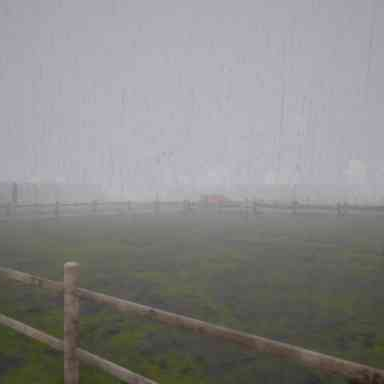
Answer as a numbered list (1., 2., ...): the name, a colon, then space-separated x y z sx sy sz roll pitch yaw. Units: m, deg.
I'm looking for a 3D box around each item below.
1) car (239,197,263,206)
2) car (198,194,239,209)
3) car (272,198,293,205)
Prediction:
1. car: 9.496 1.590 54.096 4.892 1.490 1.837 0 0 -37
2. car: 3.375 1.295 45.760 5.566 2.045 2.150 0 0 -39
3. car: 15.148 1.627 54.879 4.181 1.385 1.994 0 0 -36
